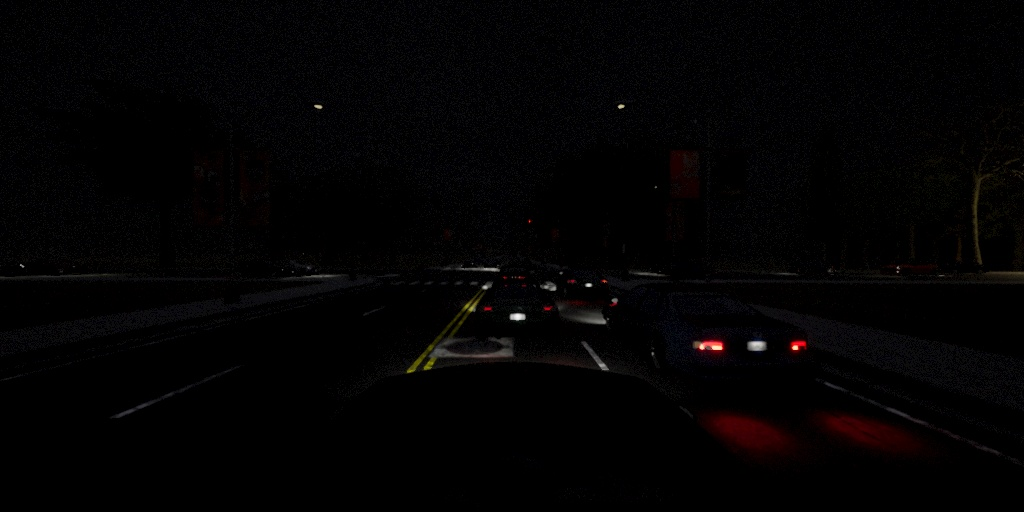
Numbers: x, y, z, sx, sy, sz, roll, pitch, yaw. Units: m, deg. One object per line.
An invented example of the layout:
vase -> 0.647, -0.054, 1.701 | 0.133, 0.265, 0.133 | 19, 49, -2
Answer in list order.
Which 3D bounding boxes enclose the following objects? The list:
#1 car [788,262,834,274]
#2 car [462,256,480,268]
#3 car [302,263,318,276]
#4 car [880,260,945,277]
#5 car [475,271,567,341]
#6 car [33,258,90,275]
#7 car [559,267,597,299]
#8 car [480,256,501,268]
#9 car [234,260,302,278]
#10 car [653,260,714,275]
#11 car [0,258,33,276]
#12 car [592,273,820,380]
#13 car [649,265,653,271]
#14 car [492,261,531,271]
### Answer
car -> 33.852, 1.347, 40.667 | 4.181, 1.385, 1.994 | 0, 0, 0
car -> -6.534, 1.105, 55.853 | 1.837, 1.490, 4.892 | 0, 0, 0
car -> -20.717, 1.088, 33.595 | 4.674, 1.442, 1.812 | 0, 0, -1
car -> 41.479, 1.201, 37.459 | 4.553, 1.767, 2.097 | 0, 0, 0
car -> 0.109, 1.272, 9.716 | 1.994, 1.385, 4.181 | 0, 0, 0
car -> -42.484, 0.972, 33.406 | 5.008, 1.535, 1.882 | 0, 0, 0
car -> 3.362, 1.242, 17.763 | 1.994, 1.385, 4.181 | 0, 0, 0
car -> -3.286, 1.092, 55.684 | 2.128, 1.511, 4.902 | 0, 0, 0
car -> -20.981, 1.080, 30.340 | 4.892, 1.490, 1.837 | 0, 0, -1
car -> 18.031, 1.262, 37.309 | 5.357, 1.411, 2.033 | 0, 0, 0
car -> -44.176, 0.856, 30.148 | 4.553, 1.767, 2.097 | 0, 0, 0
car -> 3.354, 1.267, 7.418 | 2.033, 1.411, 5.357 | 0, 0, 0
car -> 18.082, 1.205, 40.558 | 4.892, 1.490, 1.837 | 0, 0, 0
car -> 0.103, 1.180, 18.775 | 1.837, 1.490, 4.892 | 0, 0, 0
